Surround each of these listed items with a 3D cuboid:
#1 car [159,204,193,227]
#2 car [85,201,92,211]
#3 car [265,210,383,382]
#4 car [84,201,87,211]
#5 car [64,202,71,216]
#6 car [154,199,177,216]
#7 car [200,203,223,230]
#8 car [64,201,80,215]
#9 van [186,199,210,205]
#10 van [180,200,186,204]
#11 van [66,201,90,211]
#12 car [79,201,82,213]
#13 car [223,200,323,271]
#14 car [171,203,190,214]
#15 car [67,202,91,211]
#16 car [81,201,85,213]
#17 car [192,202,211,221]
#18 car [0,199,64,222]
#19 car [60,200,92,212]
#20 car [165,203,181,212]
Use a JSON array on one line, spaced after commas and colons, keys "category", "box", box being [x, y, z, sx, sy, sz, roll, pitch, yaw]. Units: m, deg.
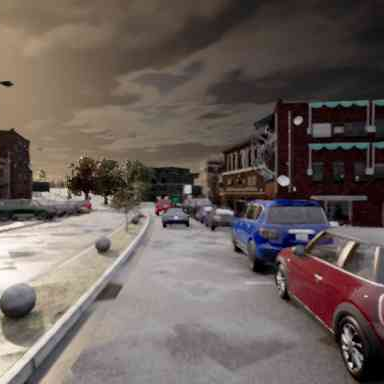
[{"category": "car", "box": [-1.307, 1.825, 25.343, 1.994, 1.385, 4.181, 0, -1, -5]}, {"category": "car", "box": [-19.263, 2.597, 53.055, 5.366, 1.575, 1.946, 0, -2, -12]}, {"category": "car", "box": [2.928, 1.367, 5.664, 2.185, 1.767, 4.553, 0, 0, -1]}, {"category": "car", "box": [-18.873, 2.562, 50.347, 4.674, 1.452, 2.002, 0, -2, -12]}, {"category": "car", "box": [-16.364, 2.125, 36.804, 4.792, 1.488, 2.163, 0, -2, -8]}, {"category": "car", "box": [-3.610, 1.944, 42.953, 2.150, 2.045, 5.566, 0, -2, -9]}, {"category": "car", "box": [1.965, 1.716, 22.286, 2.002, 1.452, 4.674, 0, -1, -5]}, {"category": "car", "box": [-17.307, 2.274, 42.311, 4.892, 1.521, 2.231, 0, -2, -10]}, {"category": "van", "box": [0.782, 1.688, 33.441, 1.878, 1.987, 4.442, 0, -1, -7]}, {"category": "van", "box": [0.018, 1.839, 38.925, 1.878, 1.987, 4.442, 0, -2, -8]}, {"category": "van", "box": [-22.571, 2.733, 66.185, 4.442, 1.987, 1.878, 0, -1, -15]}, {"category": "car", "box": [-17.834, 2.387, 44.990, 4.792, 1.488, 2.163, 0, -2, -10]}, {"category": "car", "box": [2.732, 1.280, 11.271, 2.435, 2.045, 5.566, 0, 0, -2]}, {"category": "car", "box": [-1.805, 2.389, 49.713, 2.097, 1.535, 5.008, 0, -2, -10]}, {"category": "car", "box": [-23.415, 2.900, 68.810, 4.553, 1.767, 2.185, 0, -1, -15]}, {"category": "car", "box": [-18.295, 2.470, 47.678, 4.792, 1.488, 2.163, 0, -2, -11]}, {"category": "car", "box": [1.422, 1.822, 27.801, 2.002, 1.452, 4.674, 0, -1, -6]}, {"category": "car", "box": [-15.589, 1.686, 31.403, 5.566, 2.045, 2.435, 0, -1, -7]}, {"category": "car", "box": [-22.008, 2.641, 63.496, 5.566, 2.045, 2.435, 0, -1, -14]}, {"category": "car", "box": [-3.259, 2.650, 56.364, 2.033, 1.411, 5.357, 0, -2, -12]}]
